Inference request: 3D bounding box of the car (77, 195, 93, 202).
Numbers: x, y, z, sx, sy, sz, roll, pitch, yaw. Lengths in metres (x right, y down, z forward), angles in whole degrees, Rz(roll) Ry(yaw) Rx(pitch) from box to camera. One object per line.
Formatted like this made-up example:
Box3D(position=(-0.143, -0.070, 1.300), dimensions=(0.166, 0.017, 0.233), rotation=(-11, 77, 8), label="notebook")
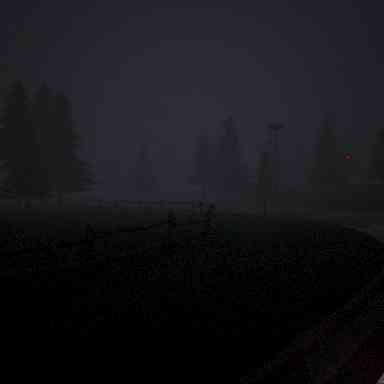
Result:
Box3D(position=(-24.185, 1.497, 75.118), dimensions=(4.892, 1.490, 1.837), rotation=(0, 0, 41), label="car")
